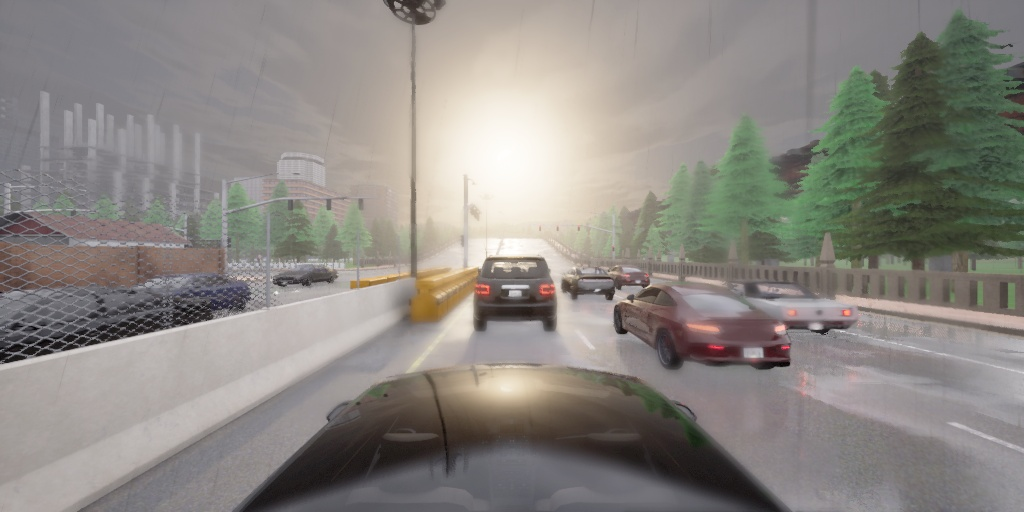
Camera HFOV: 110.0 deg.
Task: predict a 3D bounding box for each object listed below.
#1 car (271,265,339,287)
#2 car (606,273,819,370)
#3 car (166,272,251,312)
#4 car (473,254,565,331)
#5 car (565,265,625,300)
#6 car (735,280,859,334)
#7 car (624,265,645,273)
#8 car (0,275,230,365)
[{"bbox_3d":[-14.048,1.298,24.780,2.033,1.411,5.357,0,0,0],"label":"car"},{"bbox_3d":[3.592,1.276,7.632,1.812,1.442,4.674,0,0,0],"label":"car"},{"bbox_3d":[-10.599,1.276,11.455,1.812,1.442,4.674,0,0,0],"label":"car"},{"bbox_3d":[0.081,0.971,11.072,2.150,2.045,5.566,0,0,0],"label":"car"},{"bbox_3d":[3.573,1.242,17.453,2.128,1.511,4.902,0,0,0],"label":"car"},{"bbox_3d":[7.084,1.351,10.570,1.895,1.301,4.718,0,0,0],"label":"car"},{"bbox_3d":[7.060,1.276,22.410,1.812,1.442,4.674,0,0,0],"label":"car"},{"bbox_3d":[-7.103,1.227,5.276,1.882,1.535,5.008,0,0,0],"label":"car"}]
